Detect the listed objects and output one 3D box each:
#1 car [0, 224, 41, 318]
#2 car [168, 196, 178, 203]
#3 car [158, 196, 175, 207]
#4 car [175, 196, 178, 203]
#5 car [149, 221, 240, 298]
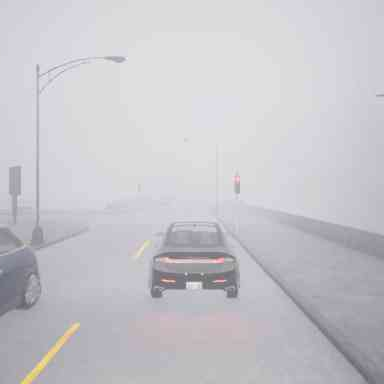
[{"bbox_3d":[-4.100,1.352,4.801,2.097,1.767,4.553,0,0,0],"label":"car"},{"bbox_3d":[-4.030,1.552,70.782,1.994,1.385,4.181,0,0,0],"label":"car"},{"bbox_3d":[-4.119,1.547,50.882,2.033,1.411,5.357,0,0,0],"label":"car"},{"bbox_3d":[-4.094,1.601,60.863,1.895,1.301,4.718,0,0,0],"label":"car"},{"bbox_3d":[0.058,1.492,8.491,2.128,1.511,4.902,0,0,0],"label":"car"}]
